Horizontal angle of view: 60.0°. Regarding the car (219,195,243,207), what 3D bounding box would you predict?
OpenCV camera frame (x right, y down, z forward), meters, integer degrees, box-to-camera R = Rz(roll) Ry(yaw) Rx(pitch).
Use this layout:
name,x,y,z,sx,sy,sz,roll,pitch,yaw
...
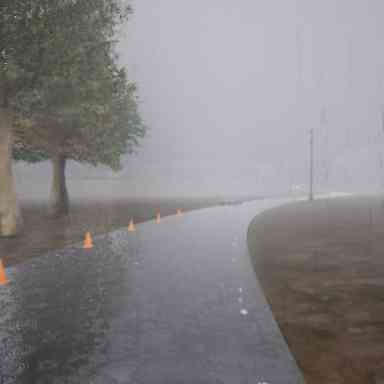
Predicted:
name,x,y,z,sx,sy,sz,roll,pitch,yaw
car,5.093,1.106,42.164,2.033,1.411,5.357,2,1,23

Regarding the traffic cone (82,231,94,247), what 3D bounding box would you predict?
name,x,y,z,sx,sy,sz,roll,pitch,yaw
traffic cone,-4.083,1.848,13.082,0.340,0.580,0.340,0,1,7

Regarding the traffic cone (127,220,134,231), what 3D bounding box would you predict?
name,x,y,z,sx,sy,sz,roll,pitch,yaw
traffic cone,-3.314,1.803,18.148,0.340,0.580,0.340,0,1,10

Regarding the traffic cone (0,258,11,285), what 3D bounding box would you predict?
name,x,y,z,sx,sy,sz,roll,pitch,yaw
traffic cone,-4.618,1.887,7.986,0.340,0.580,0.340,0,0,5

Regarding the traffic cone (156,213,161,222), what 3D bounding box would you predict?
name,x,y,z,sx,sy,sz,roll,pitch,yaw
traffic cone,-2.312,1.758,23.173,0.340,0.580,0.340,1,1,13
